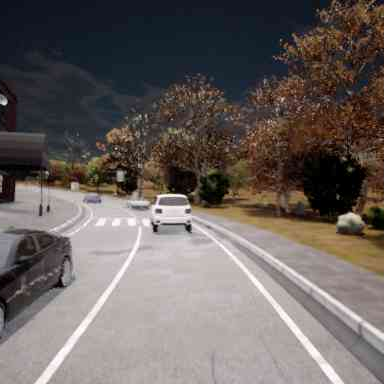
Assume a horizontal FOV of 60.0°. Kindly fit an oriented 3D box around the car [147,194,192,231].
[{"bbox_3d":[-1.380,1.156,20.143,2.150,2.045,5.566,1,0,-9],"label":"car"}]

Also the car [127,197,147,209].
[{"bbox_3d":[-6.333,1.282,38.550,1.895,1.301,4.718,1,1,-20],"label":"car"}]

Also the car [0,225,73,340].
[{"bbox_3d":[-3.798,1.470,6.281,1.882,1.535,5.008,0,0,-3],"label":"car"}]

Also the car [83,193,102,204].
[{"bbox_3d":[-13.887,0.845,46.487,1.812,1.442,4.674,1,1,-27],"label":"car"}]
